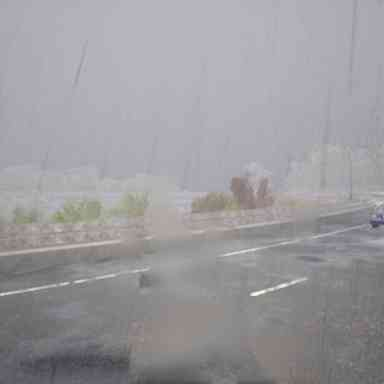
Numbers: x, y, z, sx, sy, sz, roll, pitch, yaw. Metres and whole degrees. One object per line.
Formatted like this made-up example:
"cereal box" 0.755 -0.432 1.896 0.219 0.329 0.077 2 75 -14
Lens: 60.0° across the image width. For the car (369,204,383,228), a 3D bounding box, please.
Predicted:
"car" 12.034 1.348 19.531 2.033 1.411 5.357 0 0 43
